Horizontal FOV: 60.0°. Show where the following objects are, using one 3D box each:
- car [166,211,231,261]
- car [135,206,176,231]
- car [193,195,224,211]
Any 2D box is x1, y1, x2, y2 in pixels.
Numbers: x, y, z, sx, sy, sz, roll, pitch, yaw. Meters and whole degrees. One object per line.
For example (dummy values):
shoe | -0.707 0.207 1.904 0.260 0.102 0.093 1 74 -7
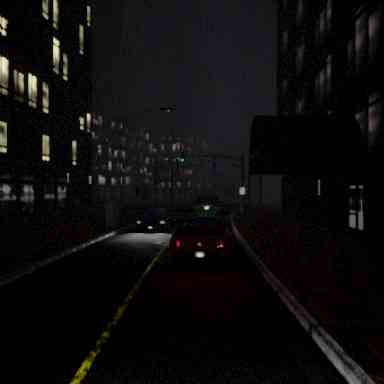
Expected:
car | 0.332 1.616 12.318 1.895 1.301 4.718 0 0 2
car | -2.096 1.580 20.926 2.033 1.411 5.357 0 0 5
car | 1.357 1.270 26.756 2.150 2.045 5.566 0 0 6
